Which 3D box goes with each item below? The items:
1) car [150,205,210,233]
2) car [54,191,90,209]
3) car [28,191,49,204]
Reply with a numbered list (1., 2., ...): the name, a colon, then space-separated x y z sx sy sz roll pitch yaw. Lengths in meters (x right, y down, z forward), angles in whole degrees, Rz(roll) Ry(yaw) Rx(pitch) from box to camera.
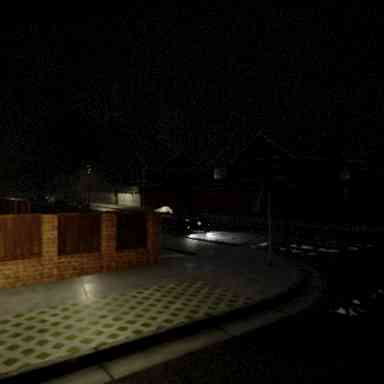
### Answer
1. car: -0.909 1.443 18.947 1.994 1.385 4.181 -2 2 -41
2. car: -11.827 0.942 32.509 2.150 2.045 5.566 -2 2 -37
3. car: -21.312 0.715 46.164 2.097 1.767 4.553 -2 1 -33
